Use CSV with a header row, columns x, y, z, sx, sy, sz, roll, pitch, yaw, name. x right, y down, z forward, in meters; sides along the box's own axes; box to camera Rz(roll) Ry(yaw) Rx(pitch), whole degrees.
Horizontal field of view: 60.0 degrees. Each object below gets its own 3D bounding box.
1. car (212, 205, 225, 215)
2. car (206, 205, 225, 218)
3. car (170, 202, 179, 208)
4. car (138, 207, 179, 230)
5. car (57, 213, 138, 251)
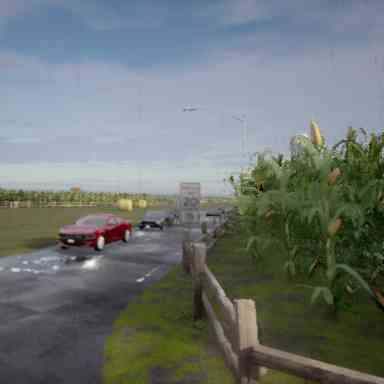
x,y,z,sx,sy,sz,roll,pitch,yaw,name
4.436,2.923,54.637,1.837,1.490,4.892,1,-1,8,car
3.035,2.727,44.809,1.994,1.385,4.181,1,-1,9,car
-1.075,2.095,36.773,2.150,2.045,5.566,2,-2,9,car
-2.731,2.148,26.325,2.033,1.411,5.357,1,-1,9,car
-4.528,1.807,16.115,1.882,1.535,5.008,1,-1,10,car
